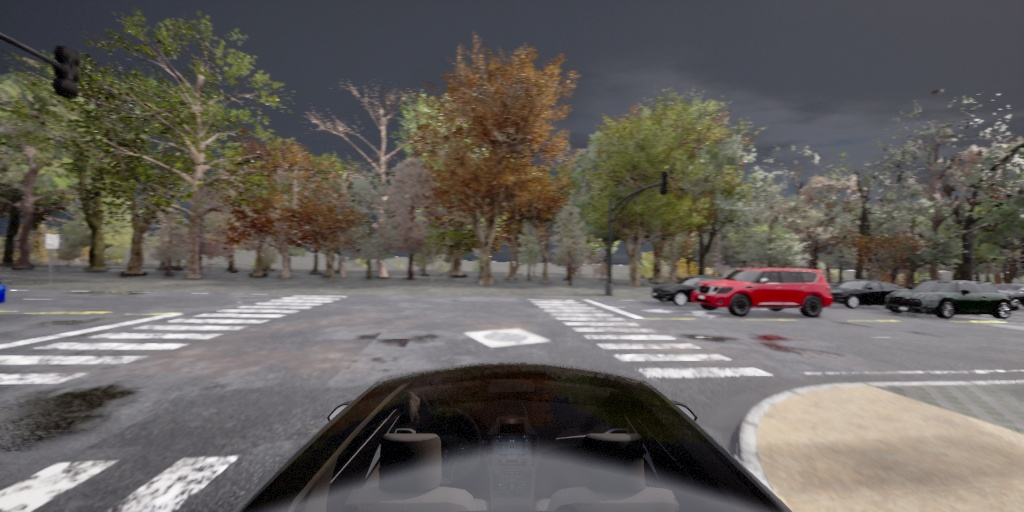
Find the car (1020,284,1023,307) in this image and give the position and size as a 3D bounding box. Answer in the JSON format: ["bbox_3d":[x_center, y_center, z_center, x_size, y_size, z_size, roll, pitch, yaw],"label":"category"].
[{"bbox_3d":[29.869,2.402,21.342,4.902,1.511,2.128,2,-1,-7],"label":"car"}]

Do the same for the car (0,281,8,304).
[{"bbox_3d":[-16.759,0.600,8.945,5.566,2.045,2.150,2,-1,-7],"label":"car"}]

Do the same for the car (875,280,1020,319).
[{"bbox_3d":[20.426,1.925,16.934,4.553,1.767,2.097,2,-1,-7],"label":"car"}]

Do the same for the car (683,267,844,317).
[{"bbox_3d":[10.914,1.506,15.782,5.566,2.045,2.150,2,-1,-7],"label":"car"}]

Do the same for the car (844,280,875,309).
[{"bbox_3d":[19.582,2.078,20.104,5.008,1.535,1.882,2,-1,-7],"label":"car"}]

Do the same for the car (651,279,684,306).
[{"bbox_3d":[9.895,1.784,18.931,5.008,1.535,1.882,2,-1,-7],"label":"car"}]
